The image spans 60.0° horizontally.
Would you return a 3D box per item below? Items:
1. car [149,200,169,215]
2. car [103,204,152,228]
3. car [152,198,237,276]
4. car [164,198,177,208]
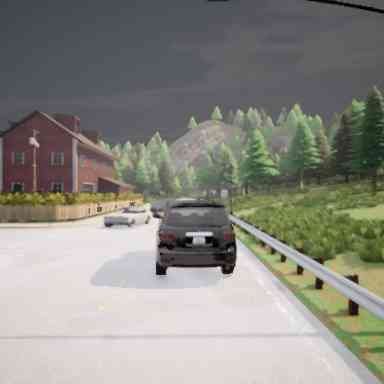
[{"bbox_3d":[-3.604,1.647,37.134,1.837,1.490,4.892,0,0,0],"label":"car"},{"bbox_3d":[-4.309,1.689,22.978,1.895,1.301,4.718,0,0,12],"label":"car"},{"bbox_3d":[-0.076,1.265,10.709,2.150,2.045,5.566,0,0,-5],"label":"car"},{"bbox_3d":[-3.516,1.768,55.662,1.837,1.490,4.892,0,0,0],"label":"car"}]
